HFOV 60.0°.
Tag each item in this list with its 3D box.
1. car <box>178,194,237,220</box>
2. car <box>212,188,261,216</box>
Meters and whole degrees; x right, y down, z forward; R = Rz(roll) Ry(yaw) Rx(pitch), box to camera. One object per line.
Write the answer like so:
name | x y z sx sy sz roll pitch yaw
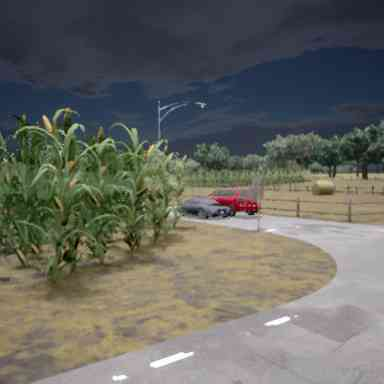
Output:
car | 0.779 1.093 23.039 1.994 1.385 4.181 -1 2 -36
car | 2.685 0.702 25.104 2.150 2.045 5.566 -1 1 -33
